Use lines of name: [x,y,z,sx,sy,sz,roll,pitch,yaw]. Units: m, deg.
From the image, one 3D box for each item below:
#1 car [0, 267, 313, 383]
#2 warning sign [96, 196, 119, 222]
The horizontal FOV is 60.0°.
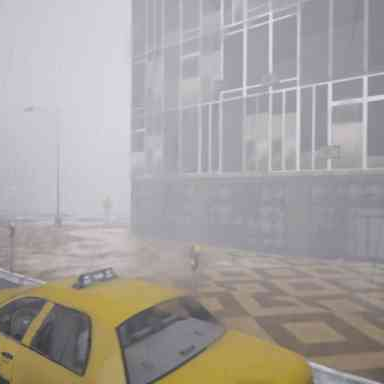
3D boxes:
car: [-1.209,1.499,3.605,4.829,1.417,1.752,1,0,36]
warning sign: [-6.487,1.277,25.551,1.300,1.860,1.060,2,1,33]
